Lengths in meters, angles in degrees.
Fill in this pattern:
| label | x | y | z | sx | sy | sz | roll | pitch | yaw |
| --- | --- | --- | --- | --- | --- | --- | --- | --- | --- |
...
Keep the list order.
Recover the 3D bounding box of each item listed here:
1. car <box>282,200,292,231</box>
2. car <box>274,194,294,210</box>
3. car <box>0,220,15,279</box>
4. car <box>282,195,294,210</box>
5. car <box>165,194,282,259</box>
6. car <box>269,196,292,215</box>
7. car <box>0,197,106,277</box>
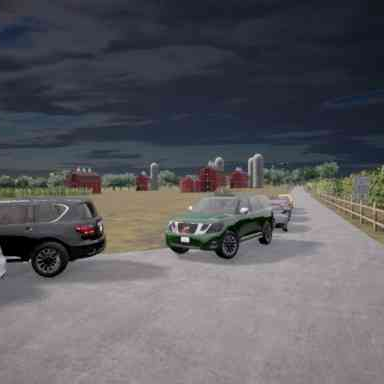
| label | x | y | z | sx | sy | sz | roll | pitch | yaw |
| --- | --- | --- | --- | --- | --- | --- | --- | --- | --- |
| car | 4.460 | 1.368 | 18.949 | 1.994 | 1.385 | 4.181 | 0 | 0 | 18 |
| car | 10.086 | 1.087 | 36.419 | 1.882 | 1.535 | 5.008 | 0 | 1 | 18 |
| car | -6.410 | 1.612 | 6.707 | 4.674 | 1.442 | 1.812 | -2 | 2 | -35 |
| car | 6.324 | 1.219 | 24.679 | 1.882 | 1.535 | 5.008 | 0 | 1 | 18 |
| car | 1.329 | 1.100 | 12.631 | 2.150 | 2.045 | 5.566 | 0 | 0 | 34 |
| car | 8.260 | 1.179 | 30.720 | 1.837 | 1.490 | 4.892 | 0 | 1 | 18 |
| car | -5.340 | 1.220 | 9.572 | 5.566 | 2.045 | 2.150 | -1 | 1 | -4 |
